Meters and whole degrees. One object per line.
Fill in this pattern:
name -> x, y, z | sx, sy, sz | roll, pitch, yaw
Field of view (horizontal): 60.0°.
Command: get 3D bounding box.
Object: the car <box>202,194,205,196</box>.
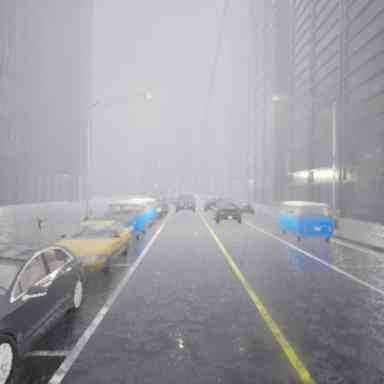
car -> 4.218, 1.527, 84.010 | 2.008, 1.369, 4.403 | 0, 0, -1

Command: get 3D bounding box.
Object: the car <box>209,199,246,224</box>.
car -> 2.576, 1.512, 25.138 | 1.837, 1.490, 4.892 | 1, 0, -1

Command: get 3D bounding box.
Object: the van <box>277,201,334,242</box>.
van -> 5.435, 1.382, 16.333 | 1.690, 1.788, 3.998 | 0, 0, -1

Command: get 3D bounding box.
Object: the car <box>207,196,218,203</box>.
car -> 4.421, 1.534, 72.731 | 1.887, 1.381, 4.507 | 0, 0, -1

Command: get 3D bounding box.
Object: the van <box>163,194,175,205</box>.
van -> -3.798, 1.267, 55.655 | 1.690, 1.788, 3.998 | 0, 0, -1

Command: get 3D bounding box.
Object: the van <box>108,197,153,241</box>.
van -> -3.088, 1.301, 16.175 | 1.690, 1.788, 3.998 | 0, 0, -1

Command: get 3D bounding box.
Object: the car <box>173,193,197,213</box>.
car -> -0.687, 1.190, 36.617 | 2.150, 2.045, 5.566 | 1, 0, -1

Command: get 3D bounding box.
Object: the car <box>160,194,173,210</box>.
car -> -3.392, 1.261, 33.095 | 2.192, 1.841, 5.009 | 0, 0, -1

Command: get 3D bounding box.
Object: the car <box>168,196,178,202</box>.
car -> -4.103, 1.475, 72.575 | 1.947, 1.339, 4.313 | 0, 0, -1

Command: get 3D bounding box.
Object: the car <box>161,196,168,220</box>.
car -> -3.292, 1.391, 27.454 | 1.967, 1.590, 4.097 | 0, 0, -1

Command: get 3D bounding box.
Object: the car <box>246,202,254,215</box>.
car -> 5.130, 1.608, 33.252 | 1.802, 1.307, 4.206 | 0, 0, -1

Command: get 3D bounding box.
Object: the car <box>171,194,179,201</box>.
car -> -4.305, 1.336, 83.854 | 1.967, 1.590, 4.097 | 0, 0, -1

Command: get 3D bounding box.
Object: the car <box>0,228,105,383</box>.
car -> -2.887, 1.520, 4.895 | 2.008, 1.369, 4.403 | 0, 0, -1

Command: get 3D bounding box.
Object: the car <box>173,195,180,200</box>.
car -> -4.508, 1.446, 95.135 | 1.947, 1.339, 4.313 | 0, 0, -1

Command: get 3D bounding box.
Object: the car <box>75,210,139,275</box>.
car -> -2.985, 1.490, 10.365 | 1.752, 1.417, 4.829 | 0, 0, -1

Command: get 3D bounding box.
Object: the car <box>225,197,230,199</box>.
car -> 5.029, 1.603, 38.892 | 1.802, 1.307, 4.206 | 0, 0, -1

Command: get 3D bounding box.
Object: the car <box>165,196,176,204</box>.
car -> -3.900, 1.465, 61.295 | 1.887, 1.381, 4.507 | 0, 0, -1

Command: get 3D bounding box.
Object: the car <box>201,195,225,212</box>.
car -> 2.324, 1.502, 38.359 | 1.837, 1.490, 4.892 | 1, 0, 0

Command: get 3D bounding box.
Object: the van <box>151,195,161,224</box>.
van -> -3.190, 1.297, 21.815 | 1.690, 1.788, 3.998 | 0, 0, -1
